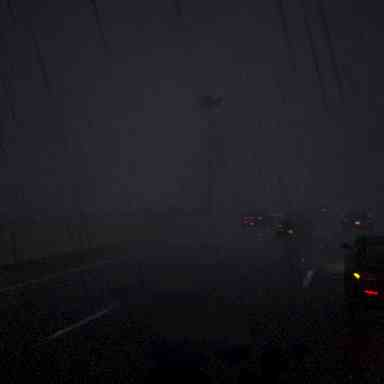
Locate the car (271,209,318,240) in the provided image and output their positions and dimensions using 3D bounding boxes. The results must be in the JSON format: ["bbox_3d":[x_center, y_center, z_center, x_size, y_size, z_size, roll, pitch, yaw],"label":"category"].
[{"bbox_3d":[6.300,2.008,20.097,1.812,1.442,4.674,-1,-2,24],"label":"car"}]

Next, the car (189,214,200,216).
[{"bbox_3d":[0.722,2.768,42.007,2.033,1.411,5.357,-1,-2,25],"label":"car"}]

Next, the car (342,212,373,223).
[{"bbox_3d":[12.293,2.172,24.858,1.994,1.385,4.181,-1,-2,24],"label":"car"}]

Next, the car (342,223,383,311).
[{"bbox_3d":[4.478,1.663,7.555,1.812,1.442,4.674,-1,-2,24],"label":"car"}]

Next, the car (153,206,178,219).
[{"bbox_3d":[-2.998,2.597,42.312,2.097,1.767,4.553,-1,-2,25],"label":"car"}]

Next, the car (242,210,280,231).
[{"bbox_3d":[5.339,2.183,26.467,2.128,1.511,4.902,-1,-2,24],"label":"car"}]

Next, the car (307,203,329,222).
[{"bbox_3d":[14.166,2.231,37.521,2.150,2.045,5.566,-1,-3,24],"label":"car"}]
